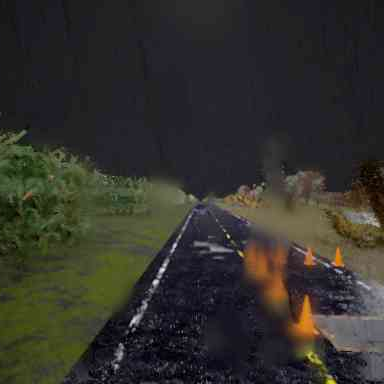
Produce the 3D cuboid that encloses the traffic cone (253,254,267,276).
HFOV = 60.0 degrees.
[{"bbox_3d":[2.065,2.131,9.720,0.340,0.580,0.340,2,-1,1],"label":"traffic cone"}]

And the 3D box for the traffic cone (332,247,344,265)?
[{"bbox_3d":[5.114,2.240,11.642,0.340,0.580,0.340,2,-1,1],"label":"traffic cone"}]

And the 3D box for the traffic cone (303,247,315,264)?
[{"bbox_3d":[4.114,2.212,11.668,0.340,0.580,0.340,2,-1,1],"label":"traffic cone"}]

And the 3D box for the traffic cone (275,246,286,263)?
[{"bbox_3d":[3.115,2.185,11.694,0.340,0.580,0.340,2,-1,1],"label":"traffic cone"}]

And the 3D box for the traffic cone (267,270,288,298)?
[{"bbox_3d":[2.014,2.106,7.721,0.340,0.580,0.340,2,-1,1],"label":"traffic cone"}]

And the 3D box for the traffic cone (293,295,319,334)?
[{"bbox_3d":[1.963,2.080,5.722,0.340,0.580,0.340,2,-1,1],"label":"traffic cone"}]

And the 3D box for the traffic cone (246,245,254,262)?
[{"bbox_3d":[2.116,2.157,11.720,0.340,0.580,0.340,2,-1,1],"label":"traffic cone"}]

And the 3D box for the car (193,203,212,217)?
[{"bbox_3d":[1.225,2.043,38.520,1.812,1.442,4.674,2,-1,1],"label":"car"}]
